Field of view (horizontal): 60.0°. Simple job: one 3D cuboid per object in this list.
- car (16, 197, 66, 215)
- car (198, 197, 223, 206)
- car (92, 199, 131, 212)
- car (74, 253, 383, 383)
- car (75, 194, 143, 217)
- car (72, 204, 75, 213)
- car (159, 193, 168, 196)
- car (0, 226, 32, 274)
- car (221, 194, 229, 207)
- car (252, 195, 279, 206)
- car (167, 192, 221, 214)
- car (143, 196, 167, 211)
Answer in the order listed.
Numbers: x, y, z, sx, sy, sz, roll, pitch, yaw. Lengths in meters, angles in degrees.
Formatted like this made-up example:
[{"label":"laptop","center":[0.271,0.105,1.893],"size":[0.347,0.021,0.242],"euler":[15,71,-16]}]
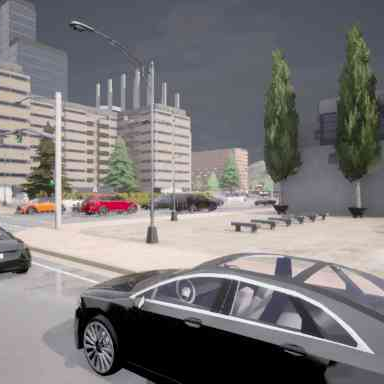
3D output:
[{"label":"car","center":[-15.447,1.352,34.113],"size":[2.097,1.767,4.553],"euler":[0,0,42]},{"label":"car","center":[3.125,1.526,55.414],"size":[1.812,1.442,4.674],"euler":[0,0,41]},{"label":"car","center":[-9.749,1.564,40.588],"size":[1.994,1.385,4.181],"euler":[0,0,41]},{"label":"car","center":[0.574,1.492,3.866],"size":[4.902,1.511,2.128],"euler":[0,0,37]},{"label":"car","center":[-7.821,1.221,31.820],"size":[2.150,2.045,5.566],"euler":[0,0,41]},{"label":"car","center":[-10.186,1.352,34.744],"size":[2.097,1.767,4.553],"euler":[0,0,41]},{"label":"car","center":[-3.591,1.221,47.697],"size":[2.150,2.045,5.566],"euler":[0,0,41]},{"label":"car","center":[-6.333,1.564,9.484],"size":[4.181,1.385,1.994],"euler":[0,0,40]},{"label":"car","center":[2.830,1.492,49.752],"size":[2.128,1.511,4.902],"euler":[0,0,41]},{"label":"car","center":[12.225,1.601,54.968],"size":[1.895,1.301,4.718],"euler":[0,0,41]},{"label":"car","center":[0.329,1.221,35.885],"size":[2.150,2.045,5.566],"euler":[0,0,41]},{"label":"car","center":[-3.982,1.547,41.906],"size":[2.033,1.411,5.357],"euler":[0,0,41]}]
